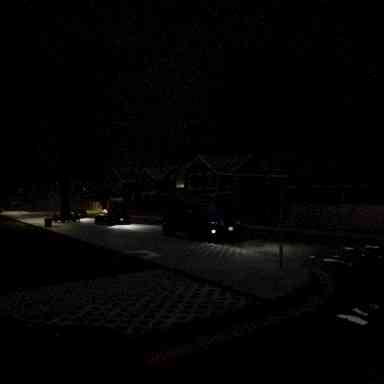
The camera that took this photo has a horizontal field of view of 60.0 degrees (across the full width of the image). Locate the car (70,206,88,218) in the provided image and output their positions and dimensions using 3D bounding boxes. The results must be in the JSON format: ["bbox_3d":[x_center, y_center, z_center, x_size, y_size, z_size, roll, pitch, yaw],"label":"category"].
[{"bbox_3d":[-13.464,2.338,38.104,1.994,1.385,4.181,0,-1,-35],"label":"car"}]

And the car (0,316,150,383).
[{"bbox_3d":[-2.406,1.522,1.227,4.892,1.490,1.837,0,0,-36],"label":"car"}]

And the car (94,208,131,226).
[{"bbox_3d":[-6.932,2.128,28.926,1.994,1.385,4.181,0,-1,-36],"label":"car"}]

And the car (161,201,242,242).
[{"bbox_3d":[0.323,1.538,18.798,2.150,2.045,5.566,0,-1,-36],"label":"car"}]
